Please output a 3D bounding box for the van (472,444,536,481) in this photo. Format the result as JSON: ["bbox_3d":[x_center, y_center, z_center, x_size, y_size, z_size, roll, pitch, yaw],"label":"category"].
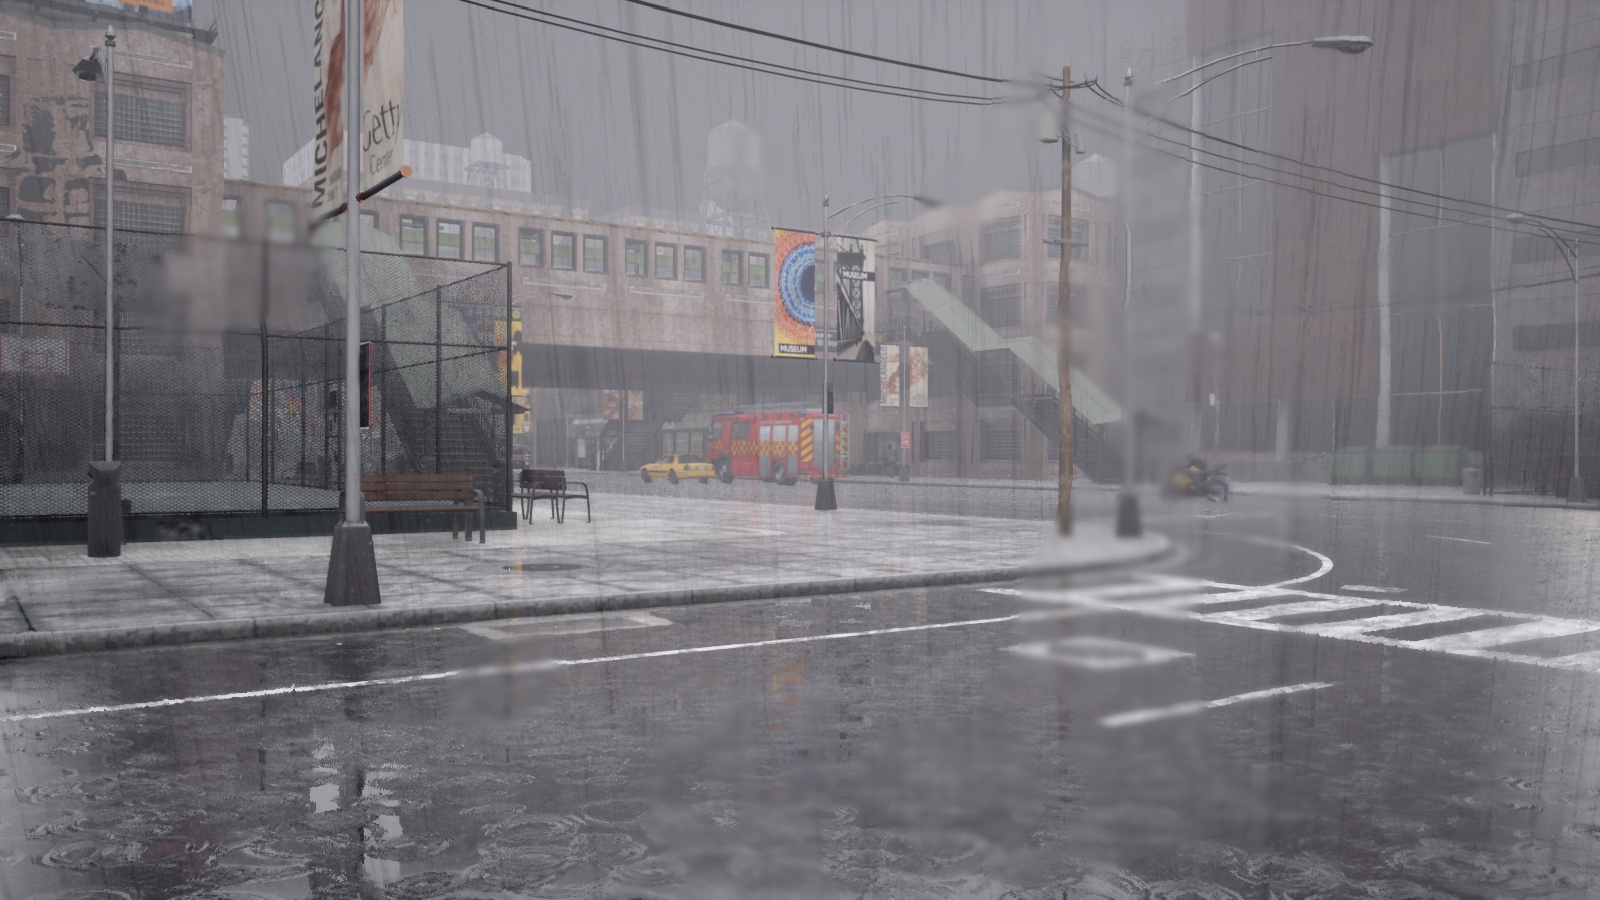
[{"bbox_3d":[-16.706,0.677,70.750,2.069,2.038,4.480,0,0,-34],"label":"van"}]

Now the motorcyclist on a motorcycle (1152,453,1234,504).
[{"bbox_3d":[11.955,0.848,38.245,2.191,1.530,0.866,0,0,41],"label":"motorcyclist on a motorcycle"}]

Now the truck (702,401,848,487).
[{"bbox_3d":[-1.371,-0.269,60.345,2.891,3.827,8.468,0,0,-34],"label":"truck"}]

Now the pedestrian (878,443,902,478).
[{"bbox_3d":[4.793,0.555,66.860,0.874,1.855,0.900,0,0,-30],"label":"pedestrian"}]

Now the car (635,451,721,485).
[{"bbox_3d":[-5.981,0.845,60.951,1.801,1.575,5.366,0,0,-34],"label":"car"}]

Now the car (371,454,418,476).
[{"bbox_3d":[-28.530,1.026,88.231,1.837,1.490,4.892,0,0,-34],"label":"car"}]
